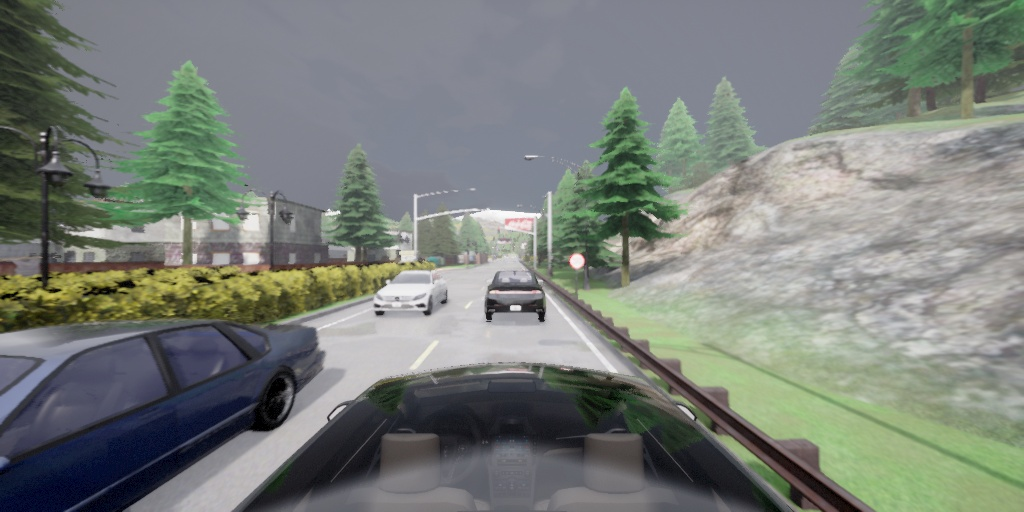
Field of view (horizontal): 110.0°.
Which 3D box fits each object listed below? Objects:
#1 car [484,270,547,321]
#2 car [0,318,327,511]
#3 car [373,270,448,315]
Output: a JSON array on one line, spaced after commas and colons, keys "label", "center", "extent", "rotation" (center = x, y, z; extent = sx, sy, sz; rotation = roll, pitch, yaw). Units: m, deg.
[{"label": "car", "center": [0.099, 1.225, 12.326], "extent": [2.128, 1.511, 4.902], "rotation": [0, 0, 0]}, {"label": "car", "center": [-3.601, 1.296, 2.844], "extent": [2.033, 1.411, 5.357], "rotation": [0, 0, 0]}, {"label": "car", "center": [-3.587, 1.258, 13.511], "extent": [1.812, 1.442, 4.674], "rotation": [0, 0, 0]}]
